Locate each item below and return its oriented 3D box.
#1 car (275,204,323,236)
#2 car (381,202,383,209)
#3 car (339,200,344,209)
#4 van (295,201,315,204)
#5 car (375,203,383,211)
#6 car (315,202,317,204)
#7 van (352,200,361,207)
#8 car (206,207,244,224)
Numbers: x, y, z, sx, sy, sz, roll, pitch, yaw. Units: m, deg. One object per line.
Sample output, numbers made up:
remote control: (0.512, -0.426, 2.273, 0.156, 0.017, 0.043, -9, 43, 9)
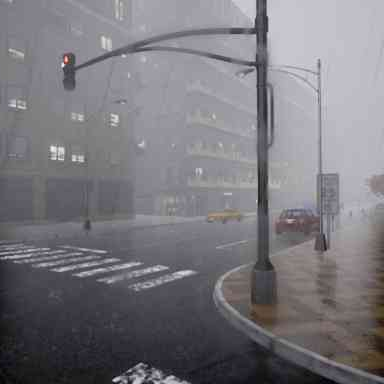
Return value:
car: (6.655, 1.750, 20.447, 1.967, 1.590, 4.097, -2, -2, 35)
car: (39.207, 2.744, 66.617, 2.008, 1.369, 4.403, -2, -2, 35)
car: (29.152, 2.500, 66.793, 2.192, 1.841, 5.009, -2, -2, 35)
van: (16.132, 2.173, 48.323, 1.690, 1.788, 3.998, -2, -2, 35)
car: (32.697, 2.582, 57.382, 1.947, 1.339, 4.313, -2, -2, 35)
car: (19.388, 2.360, 52.937, 1.967, 1.590, 4.097, -2, -2, 35)
van: (42.136, 2.881, 85.287, 1.690, 1.788, 3.998, -2, -2, 35)
car: (3.016, 2.001, 29.709, 1.752, 1.417, 4.829, -2, -2, 35)
